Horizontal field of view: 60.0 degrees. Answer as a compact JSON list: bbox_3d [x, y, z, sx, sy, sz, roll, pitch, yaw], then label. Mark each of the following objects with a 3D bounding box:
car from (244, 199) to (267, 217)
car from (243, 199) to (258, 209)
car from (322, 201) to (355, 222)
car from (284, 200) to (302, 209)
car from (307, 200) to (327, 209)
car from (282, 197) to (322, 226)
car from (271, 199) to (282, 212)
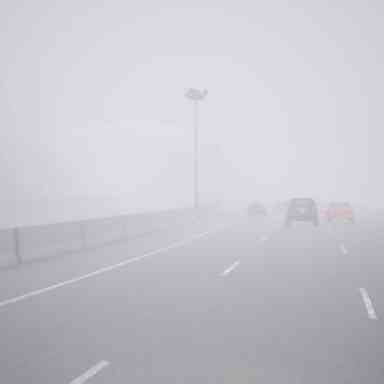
[{"bbox_3d":[6.730,1.768,34.616,2.128,1.511,4.902,0,0,11],"label":"car"},{"bbox_3d":[9.631,1.945,54.798,1.837,1.490,4.892,1,0,4],"label":"car"},{"bbox_3d":[12.566,1.567,28.992,2.097,1.767,4.553,0,-1,13],"label":"car"},{"bbox_3d":[16.594,1.988,54.894,1.994,1.385,4.181,0,0,3],"label":"car"},{"bbox_3d":[19.959,1.967,53.254,1.994,1.385,4.181,0,0,4],"label":"car"},{"bbox_3d":[8.257,1.418,25.433,2.150,2.045,5.566,0,0,14],"label":"car"},{"bbox_3d":[12.034,1.705,45.170,2.097,1.767,4.553,0,-1,7],"label":"car"}]
